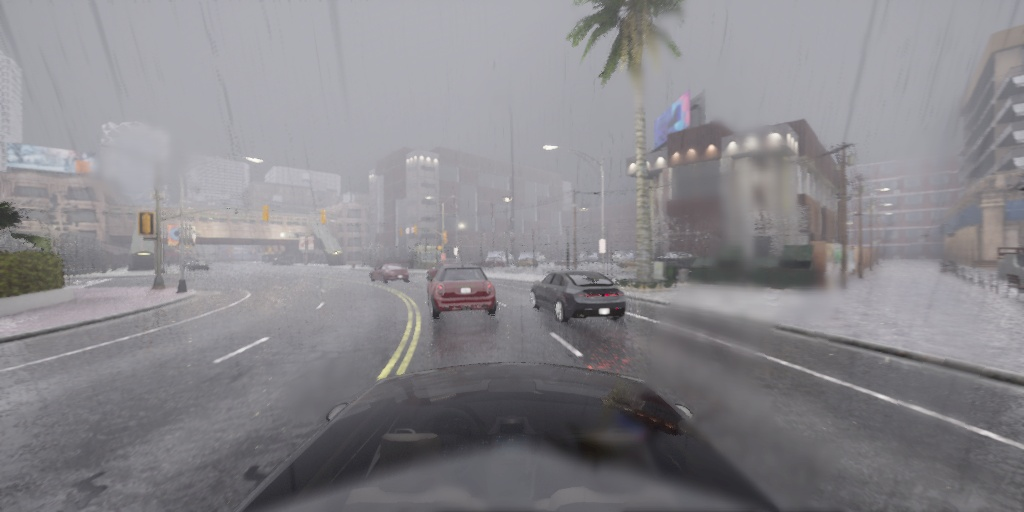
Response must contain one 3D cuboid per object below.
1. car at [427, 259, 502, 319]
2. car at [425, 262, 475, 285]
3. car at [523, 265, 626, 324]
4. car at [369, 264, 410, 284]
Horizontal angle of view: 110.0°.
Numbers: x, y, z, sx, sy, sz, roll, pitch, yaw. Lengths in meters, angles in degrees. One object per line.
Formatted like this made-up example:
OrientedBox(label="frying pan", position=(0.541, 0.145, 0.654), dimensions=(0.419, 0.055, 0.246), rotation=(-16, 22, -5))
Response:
OrientedBox(label="car", position=(-1.999, 1.103, 13.256), dimensions=(2.097, 1.767, 4.553), rotation=(-1, 0, -15))
OrientedBox(label="car", position=(-4.813, 1.235, 27.249), dimensions=(1.882, 1.535, 5.008), rotation=(0, 0, -33))
OrientedBox(label="car", position=(1.962, 1.227, 12.010), dimensions=(1.837, 1.490, 4.892), rotation=(0, 0, -13))
OrientedBox(label="car", position=(-9.463, 1.320, 27.657), dimensions=(1.812, 1.442, 4.674), rotation=(0, 0, -38))
